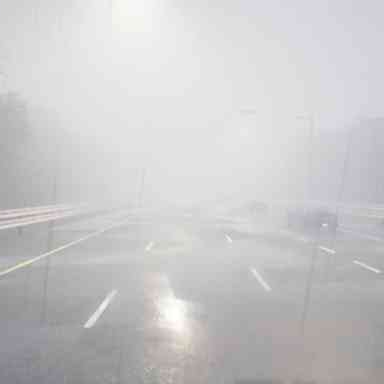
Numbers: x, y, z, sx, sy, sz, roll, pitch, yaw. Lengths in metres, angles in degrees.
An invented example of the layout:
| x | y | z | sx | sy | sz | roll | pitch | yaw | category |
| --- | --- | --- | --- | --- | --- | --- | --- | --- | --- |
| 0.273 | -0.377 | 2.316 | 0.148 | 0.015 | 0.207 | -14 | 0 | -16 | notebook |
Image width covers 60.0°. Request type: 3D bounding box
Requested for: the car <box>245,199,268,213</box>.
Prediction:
| x | y | z | sx | sy | sz | roll | pitch | yaw | category |
| --- | --- | --- | --- | --- | --- | --- | --- | --- | --- |
| 7.087 | 1.482 | 37.096 | 1.882 | 1.535 | 5.008 | 0 | 0 | 0 | car |

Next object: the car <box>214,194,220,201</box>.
| x | y | z | sx | sy | sz | roll | pitch | yaw | category |
| --- | --- | --- | --- | --- | --- | --- | --- | --- | --- |
| 7.318 | 1.457 | 83.364 | 1.812 | 1.442 | 4.674 | 0 | 0 | 0 | car |

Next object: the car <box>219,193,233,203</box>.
| x | y | z | sx | sy | sz | roll | pitch | yaw | category |
| --- | --- | --- | --- | --- | --- | --- | --- | --- | --- |
| 7.243 | 1.478 | 68.274 | 1.812 | 1.442 | 4.674 | 0 | 0 | 0 | car |

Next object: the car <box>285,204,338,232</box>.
| x | y | z | sx | sy | sz | roll | pitch | yaw | category |
| --- | --- | --- | --- | --- | --- | --- | --- | --- | --- |
| 7.028 | 1.504 | 19.965 | 1.837 | 1.490 | 4.892 | 0 | 0 | 0 | car |
